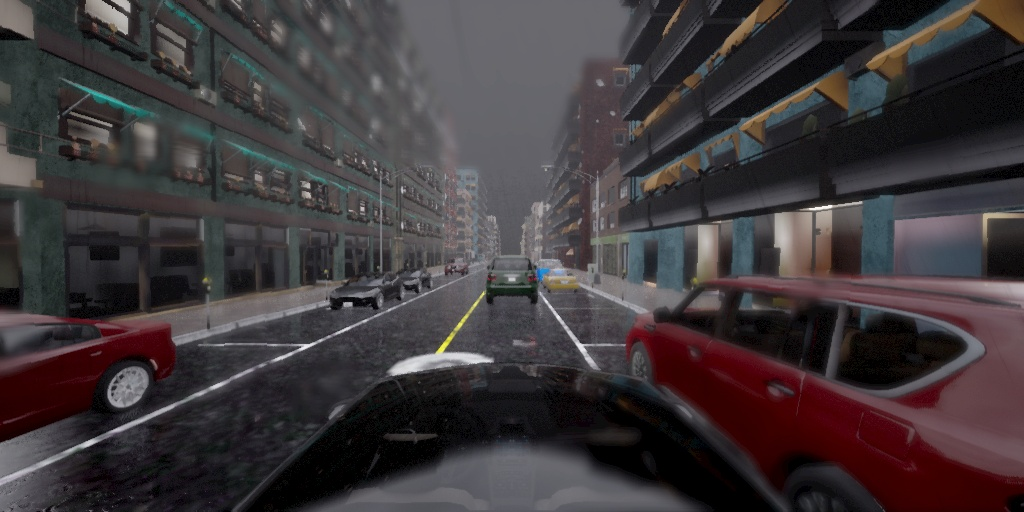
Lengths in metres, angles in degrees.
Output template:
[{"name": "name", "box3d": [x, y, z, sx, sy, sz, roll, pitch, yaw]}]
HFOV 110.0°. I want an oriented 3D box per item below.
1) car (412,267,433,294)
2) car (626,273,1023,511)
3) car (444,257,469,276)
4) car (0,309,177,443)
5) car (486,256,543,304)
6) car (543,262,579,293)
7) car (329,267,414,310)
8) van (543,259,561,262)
[{"name": "car", "box3d": [-5.691, 1.311, 20.310, 1.948, 1.339, 4.313, 0, 0, 0]}, {"name": "car", "box3d": [2.689, 1.061, 3.253, 2.192, 1.841, 5.009, 0, 0, 0]}, {"name": "car", "box3d": [-5.692, 1.064, 37.364, 2.192, 1.841, 5.009, 0, 0, 0]}, {"name": "car", "box3d": [-5.692, 1.291, 3.257, 1.888, 1.381, 4.507, 0, 0, 0]}, {"name": "car", "box3d": [0.000, 1.004, 16.530, 2.150, 2.045, 5.566, 0, 0, 0]}, {"name": "car", "box3d": [2.689, 1.271, 20.477, 1.751, 1.417, 4.829, 0, 0, 0]}, {"name": "car", "box3d": [-5.691, 1.311, 14.626, 1.948, 1.339, 4.313, 0, 0, 0]}, {"name": "van", "box3d": [2.690, 1.087, 25.991, 1.690, 1.789, 3.998, 0, 0, 0]}]
